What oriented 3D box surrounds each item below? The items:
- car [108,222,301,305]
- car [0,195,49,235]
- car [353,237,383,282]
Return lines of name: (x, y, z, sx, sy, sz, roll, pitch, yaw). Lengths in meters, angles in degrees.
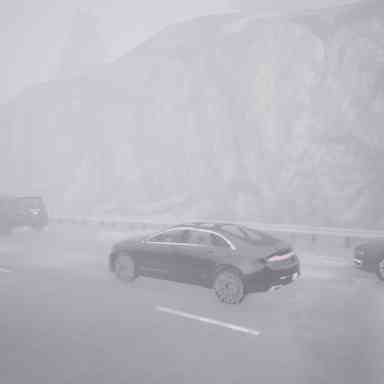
car: (0.070, 1.476, 8.043, 4.902, 1.511, 2.128, 0, 0, 34)
car: (-10.509, 1.199, 18.709, 5.566, 2.045, 2.150, 0, 0, 30)
car: (6.505, 1.482, 7.848, 4.892, 1.490, 1.837, 0, 0, 36)
